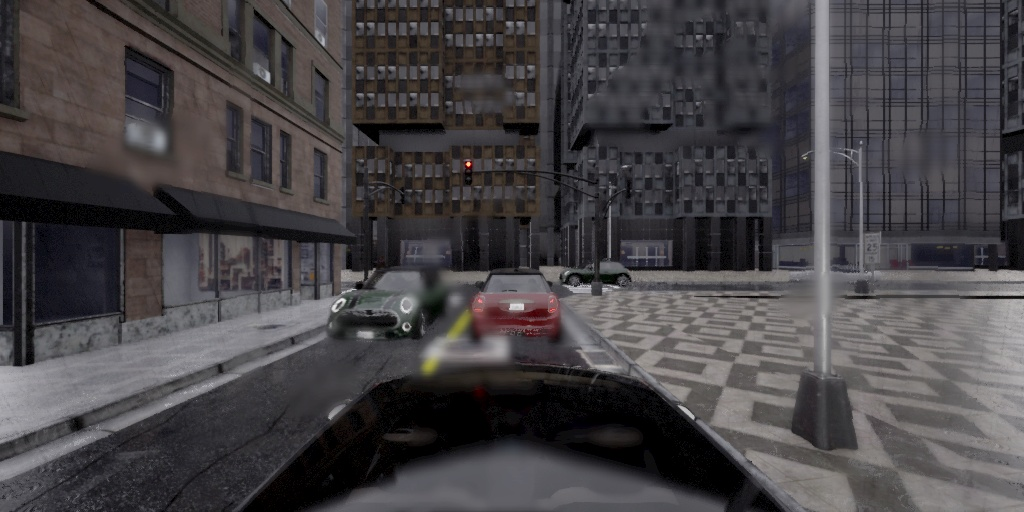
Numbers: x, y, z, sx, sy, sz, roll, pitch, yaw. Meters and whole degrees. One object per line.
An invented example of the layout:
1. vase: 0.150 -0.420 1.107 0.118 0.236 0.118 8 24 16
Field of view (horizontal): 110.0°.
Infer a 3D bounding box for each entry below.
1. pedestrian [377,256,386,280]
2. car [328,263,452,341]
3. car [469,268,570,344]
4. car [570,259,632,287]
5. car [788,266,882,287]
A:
1. pedestrian: -9.839 0.903 26.925 0.375 1.860 0.375 0 0 1
2. car: -3.065 1.102 9.926 2.097 1.767 4.553 0 0 1
3. car: 0.068 1.102 9.743 2.097 1.767 4.553 0 0 -1
4. car: 5.422 1.091 23.721 4.553 1.767 2.097 0 0 1
5. car: 21.039 1.319 23.551 4.718 1.301 1.895 0 0 1
